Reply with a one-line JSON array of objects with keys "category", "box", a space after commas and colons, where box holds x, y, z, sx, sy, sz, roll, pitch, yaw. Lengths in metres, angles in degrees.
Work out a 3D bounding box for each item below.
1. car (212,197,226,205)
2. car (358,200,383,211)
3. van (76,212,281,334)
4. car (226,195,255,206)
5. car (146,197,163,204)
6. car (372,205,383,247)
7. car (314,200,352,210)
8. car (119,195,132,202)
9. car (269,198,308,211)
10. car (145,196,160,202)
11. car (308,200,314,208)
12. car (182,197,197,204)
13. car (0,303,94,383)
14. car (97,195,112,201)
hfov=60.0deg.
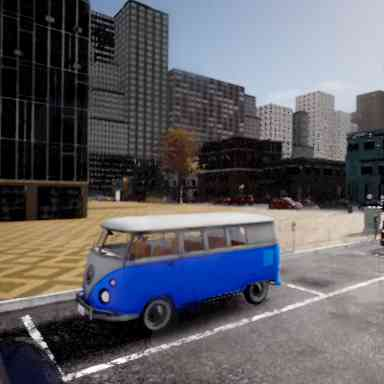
[{"category": "car", "box": [5.670, 1.636, 63.152, 1.967, 1.590, 4.097, 1, -1, -35]}, {"category": "car", "box": [22.109, 1.614, 39.568, 2.008, 1.369, 4.403, 1, -1, -35]}, {"category": "van", "box": [-0.040, 1.335, 6.474, 3.998, 1.788, 1.690, 0, 1, -35]}, {"category": "car", "box": [8.860, 1.485, 58.609, 2.192, 1.841, 5.009, 1, -1, -35]}, {"category": "car", "box": [-7.485, 1.668, 67.331, 1.752, 1.417, 4.829, 1, -1, -35]}, {"category": "car", "box": [9.151, 1.413, 13.034, 4.097, 1.590, 1.967, 0, 1, -35]}, {"category": "car", "box": [18.987, 1.654, 44.074, 1.947, 1.339, 4.313, 1, -1, -35]}, {"category": "car", "box": [-17.067, 1.789, 81.158, 1.947, 1.339, 4.313, 1, -1, -35]}, {"category": "car", "box": [11.284, 1.426, 40.025, 1.967, 1.590, 4.097, 1, -1, -35]}, {"category": "car", "box": [-10.277, 1.853, 86.073, 1.752, 1.417, 4.829, 1, -1, -35]}, {"category": "car", "box": [15.864, 1.696, 48.578, 1.802, 1.307, 4.206, 1, -1, -35]}, {"category": "car", "box": [-0.695, 1.688, 72.247, 1.967, 1.590, 4.097, 1, -1, -35]}, {"category": "car", "box": [-2.689, 1.566, 1.459, 4.181, 1.385, 1.994, 0, 0, -35]}, {"category": "car", "box": [-23.295, 1.801, 90.144, 1.752, 1.417, 4.829, 1, -1, -35]}]
